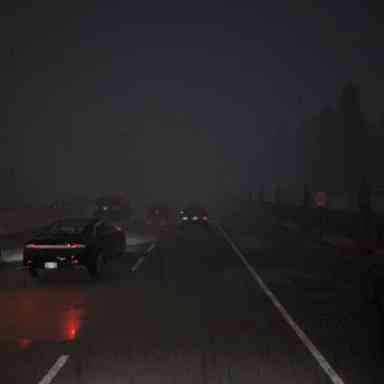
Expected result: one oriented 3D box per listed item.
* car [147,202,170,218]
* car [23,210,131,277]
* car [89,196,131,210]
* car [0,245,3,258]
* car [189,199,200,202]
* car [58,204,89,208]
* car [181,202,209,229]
[{"bbox_3d":[-3.210,1.718,32.957,1.812,1.442,4.674,0,0,0],"label":"car"},{"bbox_3d":[-3.382,1.558,10.437,2.128,1.511,4.902,0,0,0],"label":"car"},{"bbox_3d":[-6.747,1.397,28.638,2.150,2.045,5.566,0,0,0],"label":"car"},{"bbox_3d":[-6.892,1.587,8.541,1.812,1.442,4.674,0,0,0],"label":"car"},{"bbox_3d":[0.386,1.732,44.976,1.882,1.535,5.008,0,0,0],"label":"car"},{"bbox_3d":[-13.849,1.469,39.450,2.150,2.045,5.566,0,0,1],"label":"car"},{"bbox_3d":[0.209,1.678,22.960,2.033,1.411,5.357,0,0,0],"label":"car"}]
